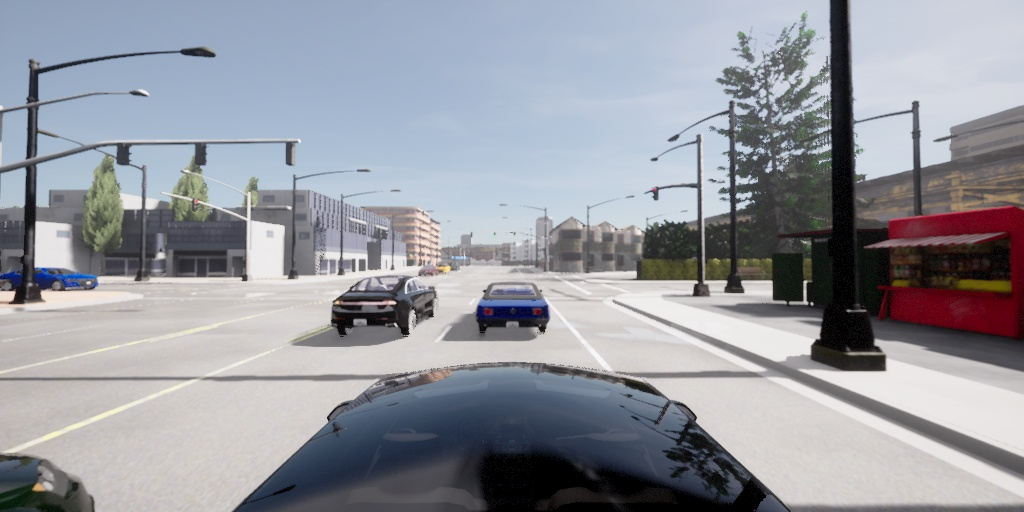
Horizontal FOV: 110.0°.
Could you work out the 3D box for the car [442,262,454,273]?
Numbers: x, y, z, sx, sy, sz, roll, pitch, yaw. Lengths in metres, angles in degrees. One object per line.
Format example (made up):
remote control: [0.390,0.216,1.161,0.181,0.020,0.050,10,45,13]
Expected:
car: [-10.963,2.003,56.556,1.882,1.535,5.008,0,0,0]

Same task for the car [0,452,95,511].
car: [-3.375,1.306,0.282,1.994,1.385,4.181,0,0,-1]

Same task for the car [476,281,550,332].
car: [0.017,1.431,11.109,1.895,1.301,4.718,0,-1,0]

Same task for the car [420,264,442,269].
car: [-10.902,1.933,47.037,1.812,1.442,4.674,0,-1,0]

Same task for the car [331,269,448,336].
car: [-3.484,1.321,10.646,2.128,1.511,4.902,0,0,0]

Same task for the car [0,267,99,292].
car: [-29.674,1.458,23.030,5.008,1.535,1.882,0,-1,0]
